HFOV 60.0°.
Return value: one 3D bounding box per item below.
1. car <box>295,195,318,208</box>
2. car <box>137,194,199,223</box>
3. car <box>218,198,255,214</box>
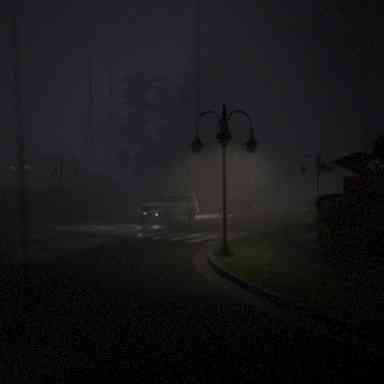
[{"bbox_3d":[15.769,1.223,43.954,5.008,1.535,1.882,0,0,-30],"label":"car"},{"bbox_3d":[-1.706,1.149,25.668,2.150,2.045,5.566,0,0,36],"label":"car"},{"bbox_3d":[4.572,1.349,33.899,2.128,1.511,4.902,0,0,41],"label":"car"}]
